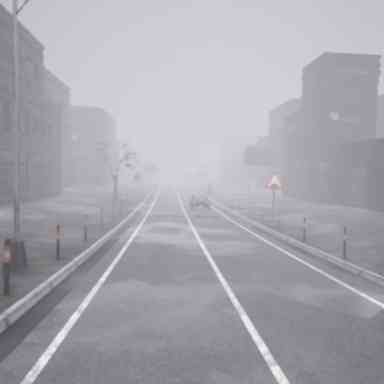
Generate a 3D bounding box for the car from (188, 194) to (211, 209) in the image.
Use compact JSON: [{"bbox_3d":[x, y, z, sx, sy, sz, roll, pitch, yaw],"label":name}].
[{"bbox_3d":[0.679,0.890,32.638,1.895,1.301,4.718,1,3,-4],"label":"car"}]
